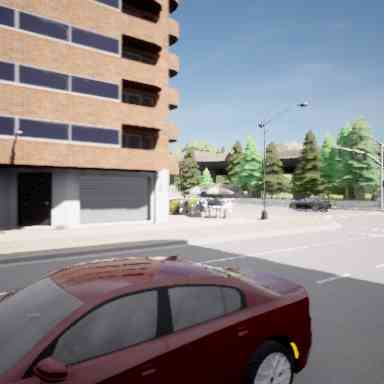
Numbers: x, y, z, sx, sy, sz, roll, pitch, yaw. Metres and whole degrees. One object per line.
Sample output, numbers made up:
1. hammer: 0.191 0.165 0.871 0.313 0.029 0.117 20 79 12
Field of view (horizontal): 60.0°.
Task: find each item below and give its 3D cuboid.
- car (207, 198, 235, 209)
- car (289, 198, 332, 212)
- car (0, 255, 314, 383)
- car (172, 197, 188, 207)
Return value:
1. car: 3.682 1.496 44.378 1.994 1.385 4.181 0 0 -38
2. car: 13.305 1.422 37.636 2.128 1.511 4.902 0 0 -35
3. car: -0.893 1.477 3.298 5.008 1.535 1.882 0 0 -35
4. car: -1.381 1.459 45.262 1.812 1.442 4.674 0 0 -42
